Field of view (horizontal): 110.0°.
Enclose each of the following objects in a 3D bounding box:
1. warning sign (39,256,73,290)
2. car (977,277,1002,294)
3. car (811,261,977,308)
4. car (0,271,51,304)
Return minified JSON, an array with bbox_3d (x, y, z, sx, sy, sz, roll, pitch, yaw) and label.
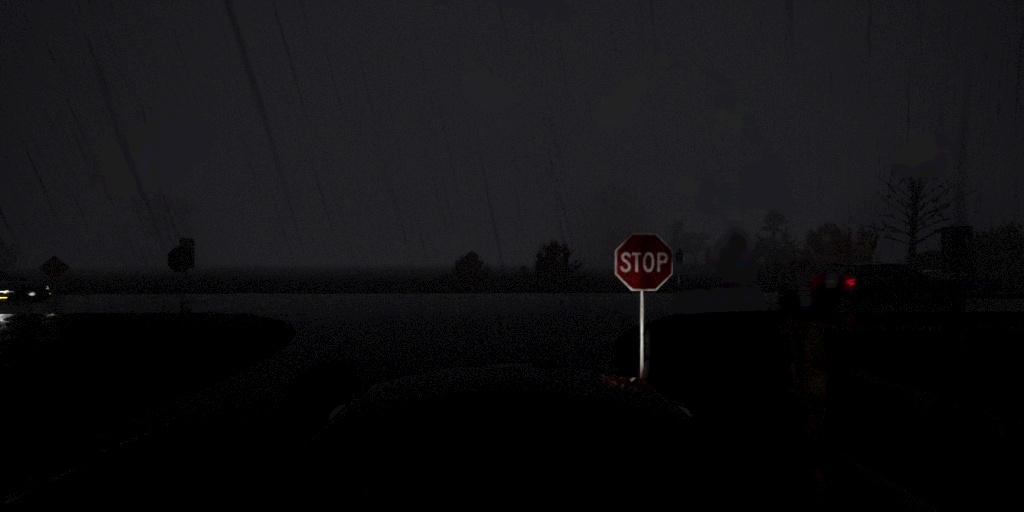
[{"bbox_3d":[-25.425,0.929,19.892,1.060,1.860,1.300,0,0,0],"label":"warning sign"},{"bbox_3d":[20.065,1.298,17.277,4.718,1.301,1.895,0,0,0],"label":"car"},{"bbox_3d":[14.913,1.062,14.367,4.553,1.767,2.097,0,0,0],"label":"car"},{"bbox_3d":[-21.901,1.312,14.570,4.892,1.490,1.837,0,0,0],"label":"car"}]
